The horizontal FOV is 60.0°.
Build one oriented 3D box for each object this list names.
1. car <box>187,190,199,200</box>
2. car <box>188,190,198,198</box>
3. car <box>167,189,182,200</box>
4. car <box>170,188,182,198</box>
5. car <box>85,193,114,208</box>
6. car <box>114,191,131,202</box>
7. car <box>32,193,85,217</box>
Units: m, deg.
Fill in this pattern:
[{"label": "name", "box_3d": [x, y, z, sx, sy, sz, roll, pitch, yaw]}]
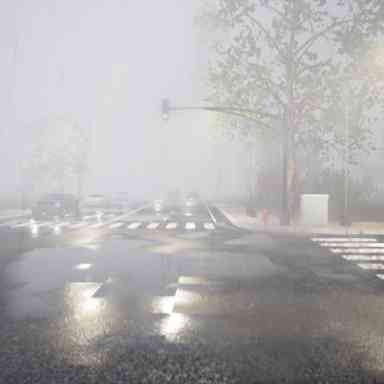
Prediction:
[{"label": "car", "box_3d": [0.143, 0.551, 55.368, 1.994, 1.385, 4.181, 0, 1, 1]}, {"label": "car", "box_3d": [0.234, 0.372, 65.435, 1.994, 1.385, 4.181, 0, 1, 1]}, {"label": "car", "box_3d": [-3.106, 0.505, 55.430, 1.812, 1.442, 4.674, 0, 1, 1]}, {"label": "car", "box_3d": [-3.015, 0.152, 65.430, 2.097, 1.767, 4.553, 0, 1, 1]}, {"label": "car", "box_3d": [-9.883, 0.850, 34.699, 1.812, 1.442, 4.674, 0, 1, 0]}, {"label": "car", "box_3d": [-9.764, 0.646, 46.582, 1.812, 1.442, 4.674, 0, 2, 0]}, {"label": "car", "box_3d": [-9.975, 0.846, 24.715, 2.097, 1.767, 4.553, 0, 1, 1]}]
